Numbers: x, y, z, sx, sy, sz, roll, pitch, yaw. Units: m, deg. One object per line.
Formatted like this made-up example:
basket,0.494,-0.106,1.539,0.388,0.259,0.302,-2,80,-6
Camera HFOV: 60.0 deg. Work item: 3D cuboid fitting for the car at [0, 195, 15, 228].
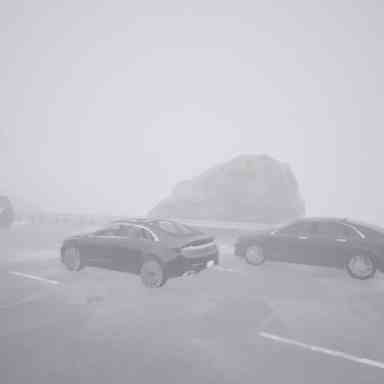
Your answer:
car,-13.217,1.191,20.215,5.566,2.045,2.150,0,0,29

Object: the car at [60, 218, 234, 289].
car,-1.592,1.474,9.141,4.902,1.511,2.128,0,0,33

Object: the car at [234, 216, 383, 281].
car,3.591,1.481,9.870,4.892,1.490,1.837,0,0,34
